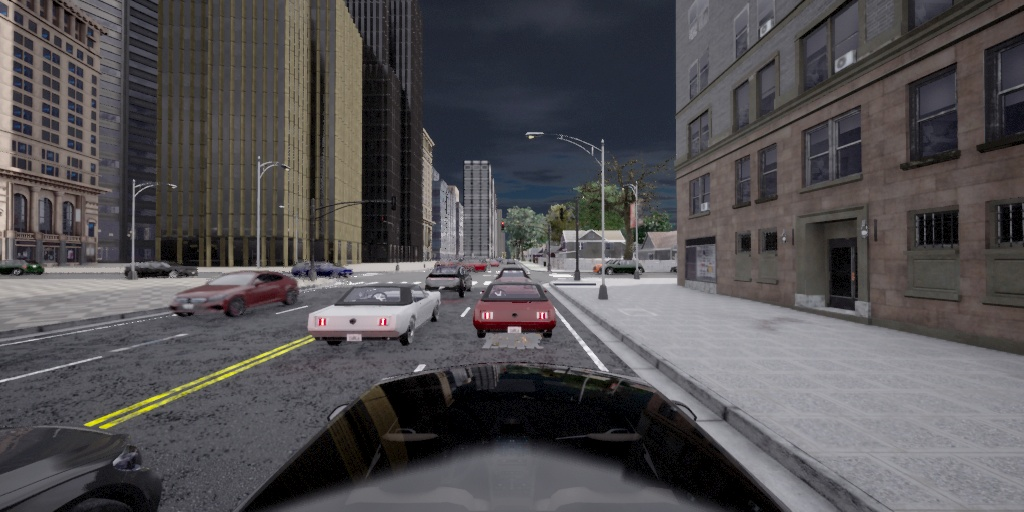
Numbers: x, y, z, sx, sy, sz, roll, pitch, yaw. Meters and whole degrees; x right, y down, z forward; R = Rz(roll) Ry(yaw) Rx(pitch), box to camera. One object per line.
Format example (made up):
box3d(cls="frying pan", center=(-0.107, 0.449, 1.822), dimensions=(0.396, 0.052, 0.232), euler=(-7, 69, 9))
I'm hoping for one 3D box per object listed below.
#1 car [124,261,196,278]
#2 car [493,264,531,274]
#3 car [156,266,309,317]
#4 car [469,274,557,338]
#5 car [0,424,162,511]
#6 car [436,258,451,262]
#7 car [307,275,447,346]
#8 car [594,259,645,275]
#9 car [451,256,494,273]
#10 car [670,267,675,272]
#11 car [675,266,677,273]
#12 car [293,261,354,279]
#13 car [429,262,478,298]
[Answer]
box3d(cls="car", center=(-29.792, 1.185, 30.544), dimensions=(5.008, 1.535, 1.882), euler=(0, -1, -4))
box3d(cls="car", center=(0.055, 1.316, 18.904), dimensions=(1.994, 1.385, 4.181), euler=(0, 0, 0))
box3d(cls="car", center=(-9.831, 1.277, 13.241), dimensions=(1.812, 1.442, 4.674), euler=(0, 0, 0))
box3d(cls="car", center=(0.061, 1.351, 10.147), dimensions=(1.895, 1.301, 4.718), euler=(0, 0, 0))
box3d(cls="car", center=(-3.143, 1.275, 0.286), dimensions=(1.812, 1.442, 4.674), euler=(0, 0, 0))
box3d(cls="car", center=(-9.968, 1.105, 52.593), dimensions=(2.097, 1.767, 4.553), euler=(0, 0, 0))
box3d(cls="car", center=(-3.173, 1.352, 9.428), dimensions=(1.895, 1.301, 4.718), euler=(0, 0, 0))
box3d(cls="car", center=(11.519, 1.124, 37.947), dimensions=(4.553, 1.767, 2.097), euler=(0, -1, 0))
box3d(cls="car", center=(-4.627, 1.130, 42.619), dimensions=(2.097, 1.767, 4.553), euler=(0, 0, 30))
box3d(cls="car", center=(21.115, 1.353, 41.158), dimensions=(5.357, 1.411, 2.033), euler=(0, -1, 0))
box3d(cls="car", center=(20.476, 1.264, 37.910), dimensions=(4.902, 1.511, 2.128), euler=(0, -1, 0))
box3d(cls="car", center=(-16.073, 1.301, 30.656), dimensions=(4.718, 1.301, 1.895), euler=(0, -1, 8))
box3d(cls="car", center=(-3.192, 1.243, 18.682), dimensions=(2.128, 1.511, 4.902), euler=(0, 0, 0))
